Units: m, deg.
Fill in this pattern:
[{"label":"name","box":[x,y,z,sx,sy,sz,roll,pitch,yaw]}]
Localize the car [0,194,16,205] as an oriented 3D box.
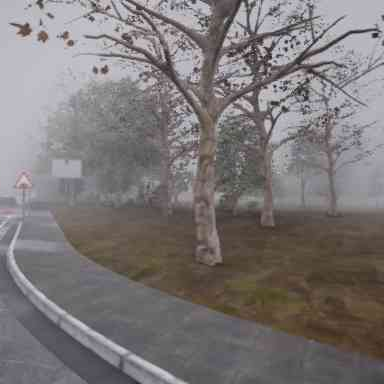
[{"label":"car","box":[-25.512,1.010,46.009,1.882,1.535,5.008,0,1,-25]}]
